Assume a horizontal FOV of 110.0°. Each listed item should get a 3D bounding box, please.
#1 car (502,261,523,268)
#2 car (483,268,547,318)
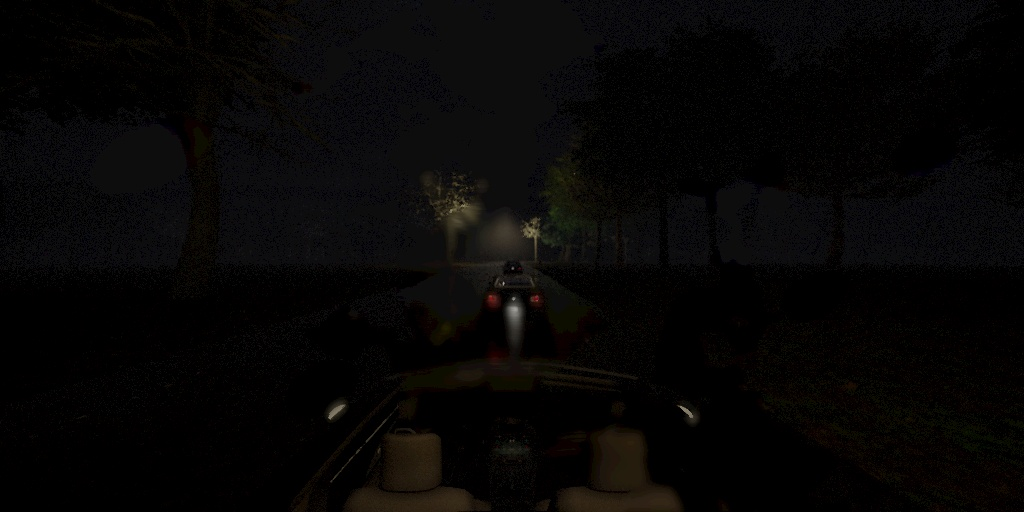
[{"bbox_3d":[0.069,1.144,34.332,2.033,1.411,5.357,0,0,0],"label":"car"},{"bbox_3d":[0.089,1.288,12.668,1.895,1.301,4.718,0,0,0],"label":"car"}]
